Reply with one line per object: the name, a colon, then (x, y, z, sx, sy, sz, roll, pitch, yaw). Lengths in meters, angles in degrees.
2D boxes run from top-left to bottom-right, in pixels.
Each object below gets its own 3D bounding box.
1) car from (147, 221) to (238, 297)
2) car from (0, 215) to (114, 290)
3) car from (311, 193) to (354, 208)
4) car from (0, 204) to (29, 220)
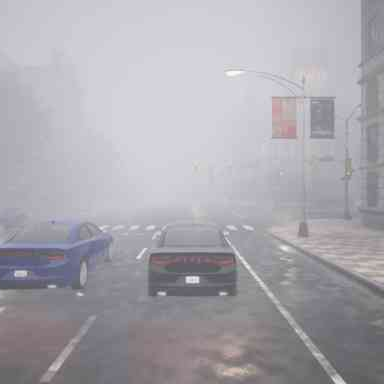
car: (0.007, 1.478, 8.651, 1.882, 1.535, 5.008, 0, 0, 0)
car: (-3.489, 1.478, 9.118, 1.882, 1.535, 5.008, 0, 0, -2)
car: (19.583, 1.221, 46.347, 5.566, 2.045, 2.150, 0, 0, 0)
car: (-10.809, 1.478, 18.528, 1.882, 1.535, 5.008, 1, 0, -6)
